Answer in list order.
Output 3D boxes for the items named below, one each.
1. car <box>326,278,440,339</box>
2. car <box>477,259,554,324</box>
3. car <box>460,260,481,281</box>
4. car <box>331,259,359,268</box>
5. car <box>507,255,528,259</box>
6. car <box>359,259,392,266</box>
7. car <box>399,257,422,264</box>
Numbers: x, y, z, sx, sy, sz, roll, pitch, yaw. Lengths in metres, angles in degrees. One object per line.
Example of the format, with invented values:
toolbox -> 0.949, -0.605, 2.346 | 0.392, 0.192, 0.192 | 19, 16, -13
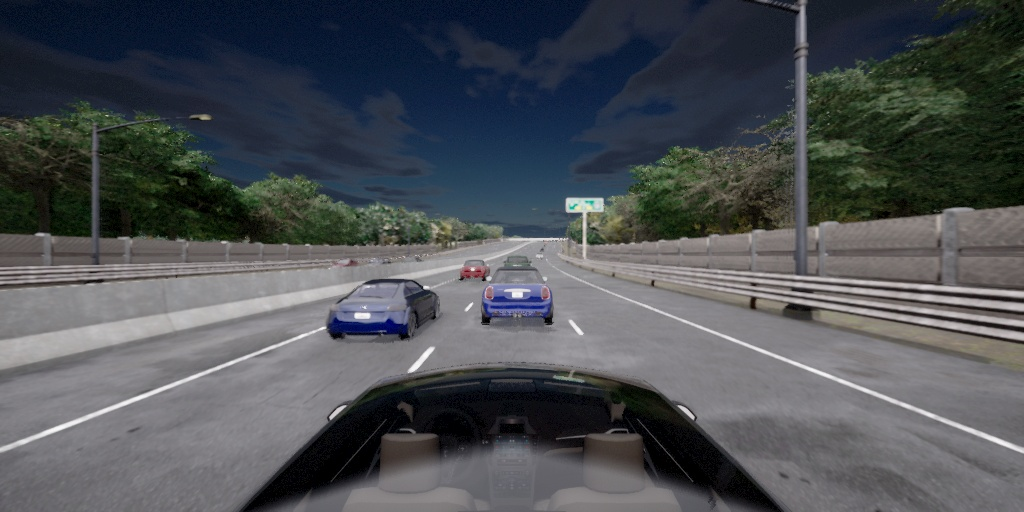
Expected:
car -> -3.350, 1.313, 10.079 | 1.994, 1.385, 4.181 | 0, 0, 0
car -> 0.168, 1.103, 12.116 | 2.097, 1.767, 4.553 | 0, 0, 1
car -> -3.018, 1.089, 30.188 | 2.097, 1.767, 4.553 | 0, 0, 1
car -> -20.293, 1.157, 43.890 | 1.812, 1.442, 4.674 | 0, 1, 2
car -> 0.468, 0.963, 29.725 | 2.150, 2.045, 5.566 | 0, 0, 1
car -> -16.744, 1.110, 45.159 | 2.128, 1.511, 4.902 | 0, 1, 2
car -> -13.170, 0.953, 46.829 | 2.097, 1.767, 4.553 | 0, 1, 3
